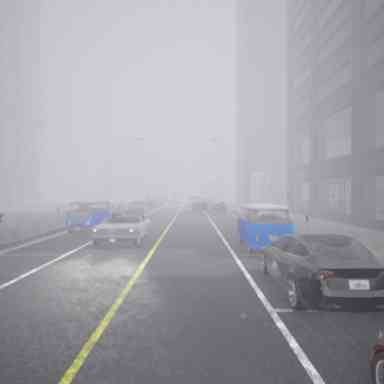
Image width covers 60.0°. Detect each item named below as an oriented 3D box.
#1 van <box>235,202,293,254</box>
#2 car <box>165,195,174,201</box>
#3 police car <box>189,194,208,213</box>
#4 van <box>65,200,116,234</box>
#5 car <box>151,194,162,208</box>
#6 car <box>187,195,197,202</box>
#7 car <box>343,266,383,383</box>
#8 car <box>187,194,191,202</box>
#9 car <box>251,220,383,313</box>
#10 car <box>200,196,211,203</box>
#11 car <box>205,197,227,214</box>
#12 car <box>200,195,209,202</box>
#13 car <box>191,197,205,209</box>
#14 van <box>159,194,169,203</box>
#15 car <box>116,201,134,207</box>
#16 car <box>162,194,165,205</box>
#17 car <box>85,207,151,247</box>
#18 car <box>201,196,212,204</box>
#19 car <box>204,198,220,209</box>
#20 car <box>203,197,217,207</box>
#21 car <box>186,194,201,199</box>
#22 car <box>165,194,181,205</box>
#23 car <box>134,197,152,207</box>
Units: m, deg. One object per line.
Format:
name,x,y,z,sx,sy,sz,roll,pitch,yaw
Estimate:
van,2.757,1.341,13.200,1.690,1.788,3.998,0,0,0
car,-5.779,1.512,86.528,2.008,1.369,4.403,0,0,0
police car,0.881,1.424,37.608,1.930,1.638,5.238,0,0,0
van,-5.769,1.340,18.837,1.690,1.788,3.998,0,0,0
car,-5.773,1.434,47.040,1.967,1.590,4.097,0,0,0
car,-0.012,1.378,72.000,2.033,1.411,5.357,0,0,0
car,2.760,1.582,1.919,1.802,1.307,4.206,0,0,0
car,0.740,1.343,53.469,2.097,1.767,4.553,0,0,0
car,2.759,1.566,7.560,1.947,1.339,4.313,0,0,0
car,2.749,1.530,69.607,2.008,1.369,4.403,0,0,0
car,2.754,1.542,35.763,1.887,1.381,4.507,0,0,0
car,2.748,1.413,75.249,1.967,1.590,4.097,0,0,0
car,0.829,1.499,47.498,1.837,1.490,4.892,0,0,0
van,-5.777,1.320,69.605,1.690,1.788,3.998,0,0,0
car,-5.769,1.543,24.477,1.887,1.381,4.507,0,0,0
car,-5.775,1.554,58.323,1.947,1.339,4.313,0,0,0
car,-3.103,1.600,15.252,1.895,1.301,4.718,0,0,0
car,2.750,1.509,64.136,1.752,1.417,4.829,0,0,0
car,2.752,1.545,47.044,2.008,1.369,4.403,0,0,0
car,2.752,1.557,52.685,1.947,1.339,4.313,0,0,0
car,0.551,1.248,94.044,1.882,1.535,5.008,0,0,32
car,-3.066,1.340,57.640,2.097,1.767,4.553,0,0,0
car,-5.771,1.563,35.759,1.947,1.339,4.313,0,0,0
